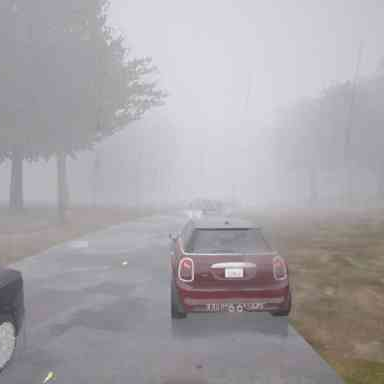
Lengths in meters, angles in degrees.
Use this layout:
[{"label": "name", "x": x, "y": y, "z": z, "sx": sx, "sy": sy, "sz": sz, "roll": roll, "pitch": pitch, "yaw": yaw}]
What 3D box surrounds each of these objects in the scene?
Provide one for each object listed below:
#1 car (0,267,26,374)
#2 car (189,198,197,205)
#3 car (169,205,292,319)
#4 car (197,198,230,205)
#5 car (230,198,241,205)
[{"label": "car", "x": -3.229, "y": 1.477, "z": 2.657, "sx": 1.882, "sy": 1.535, "sz": 5.008, "roll": 0, "pitch": 0, "yaw": -2}, {"label": "car", "x": 0.965, "y": 1.470, "z": 41.906, "sx": 2.128, "sy": 1.511, "sz": 4.902, "roll": 0, "pitch": 0, "yaw": 18}, {"label": "car", "x": 0.565, "y": 1.352, "z": 7.599, "sx": 2.097, "sy": 1.767, "sz": 4.553, "roll": 0, "pitch": 0, "yaw": -3}, {"label": "car", "x": 2.394, "y": 1.542, "z": 35.852, "sx": 2.033, "sy": 1.411, "sz": 5.357, "roll": 0, "pitch": 0, "yaw": 14}, {"label": "car", "x": 5.381, "y": 1.532, "z": 45.731, "sx": 1.895, "sy": 1.301, "sz": 4.718, "roll": 0, "pitch": 1, "yaw": 22}]
